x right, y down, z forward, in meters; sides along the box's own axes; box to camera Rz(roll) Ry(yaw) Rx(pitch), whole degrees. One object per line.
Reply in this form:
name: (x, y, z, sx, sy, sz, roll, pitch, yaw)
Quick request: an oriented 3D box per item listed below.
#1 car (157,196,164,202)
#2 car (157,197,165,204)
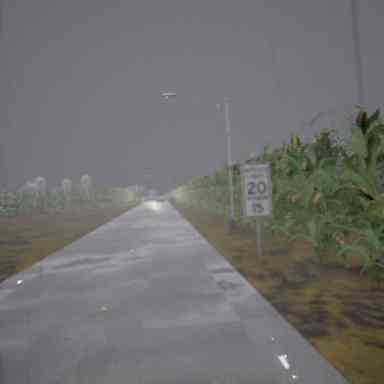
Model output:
car: (-8.251, 1.925, 87.495, 1.812, 1.442, 4.674, -3, 0, -6)
car: (-7.248, 1.888, 77.119, 1.882, 1.535, 5.008, -3, 0, -6)
